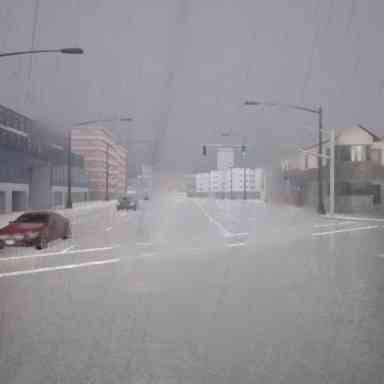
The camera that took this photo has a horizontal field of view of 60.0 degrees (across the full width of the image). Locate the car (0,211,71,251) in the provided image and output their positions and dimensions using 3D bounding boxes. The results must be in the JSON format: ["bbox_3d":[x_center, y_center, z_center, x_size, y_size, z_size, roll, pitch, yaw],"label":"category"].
[{"bbox_3d":[-6.753,1.586,14.578,1.812,1.442,4.674,0,0,-2],"label":"car"}]

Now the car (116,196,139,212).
[{"bbox_3d":[-7.436,1.290,38.858,2.097,1.767,4.553,0,1,-2],"label":"car"}]

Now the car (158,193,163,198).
[{"bbox_3d":[-8.830,1.069,88.362,2.097,1.767,4.553,0,-1,-2],"label":"car"}]

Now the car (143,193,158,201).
[{"bbox_3d":[-8.141,1.098,63.887,1.994,1.385,4.181,0,0,-2],"label":"car"}]
